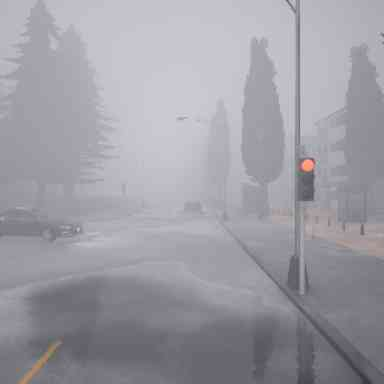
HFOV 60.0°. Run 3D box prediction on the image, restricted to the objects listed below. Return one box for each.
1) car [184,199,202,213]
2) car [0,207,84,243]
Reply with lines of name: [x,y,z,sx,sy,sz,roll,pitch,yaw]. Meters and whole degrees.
car: [0.101,1.477,37.209,1.882,1.535,5.008,0,0,-1]
car: [-7.588,1.505,15.934,4.892,1.490,1.837,0,-1,14]
